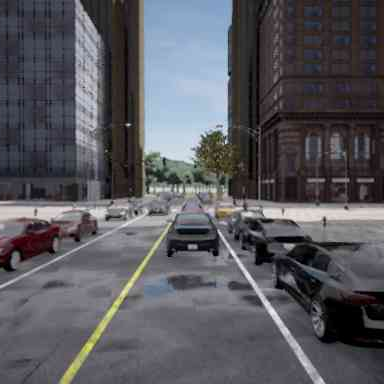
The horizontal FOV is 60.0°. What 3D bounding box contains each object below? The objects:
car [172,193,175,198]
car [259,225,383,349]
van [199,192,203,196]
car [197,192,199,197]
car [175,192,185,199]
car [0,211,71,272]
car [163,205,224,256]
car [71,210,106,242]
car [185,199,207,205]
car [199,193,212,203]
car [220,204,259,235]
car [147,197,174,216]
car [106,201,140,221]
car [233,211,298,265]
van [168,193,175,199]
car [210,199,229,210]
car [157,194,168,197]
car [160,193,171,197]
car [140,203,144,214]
[{"bbox_3d":[-5.790,1.138,76.303,2.192,1.841,5.009,-1,0,0],"label":"car"},{"bbox_3d":[2.752,1.562,6.279,1.947,1.339,4.313,-1,0,0],"label":"car"},{"bbox_3d":[2.738,1.208,64.953,1.690,1.788,3.998,-1,0,0],"label":"van"},{"bbox_3d":[2.737,1.323,82.162,1.752,1.417,4.829,-1,0,0],"label":"car"},{"bbox_3d":[-3.021,1.284,91.910,1.895,1.301,4.718,0,0,0],"label":"car"},{"bbox_3d":[-5.775,1.537,10.781,1.887,1.381,4.507,-1,0,0],"label":"car"},{"bbox_3d":[0.043,1.496,13.087,1.837,1.490,4.892,0,0,1],"label":"car"},{"bbox_3d":[-5.775,1.568,16.159,1.802,1.307,4.206,-1,0,0],"label":"car"},{"bbox_3d":[0.040,1.532,28.101,1.994,1.385,4.181,0,0,1],"label":"car"},{"bbox_3d":[2.741,1.411,59.444,1.752,1.417,4.829,-1,0,0],"label":"car"},{"bbox_3d":[2.750,1.536,16.685,2.008,1.369,4.403,-1,0,0],"label":"car"},{"bbox_3d":[-3.053,1.465,31.850,1.837,1.490,4.892,0,0,1],"label":"car"},{"bbox_3d":[-5.778,1.521,26.914,2.008,1.369,4.403,-1,0,0],"label":"car"},{"bbox_3d":[2.751,1.557,11.483,1.947,1.339,4.313,-1,0,0],"label":"car"},{"bbox_3d":[-5.793,1.087,93.342,1.690,1.788,3.998,-1,0,0],"label":"van"},{"bbox_3d":[2.747,1.494,27.261,1.752,1.417,4.829,-1,0,0],"label":"car"},{"bbox_3d":[-5.783,1.469,59.264,1.802,1.307,4.206,-1,0,0],"label":"car"},{"bbox_3d":[-5.788,1.182,64.943,2.192,1.841,5.009,-1,0,0],"label":"car"},{"bbox_3d":[-5.779,1.525,32.294,1.947,1.339,4.313,-1,0,0],"label":"car"}]
